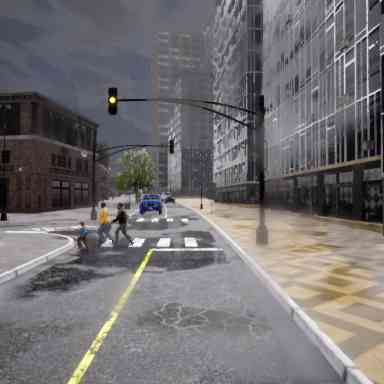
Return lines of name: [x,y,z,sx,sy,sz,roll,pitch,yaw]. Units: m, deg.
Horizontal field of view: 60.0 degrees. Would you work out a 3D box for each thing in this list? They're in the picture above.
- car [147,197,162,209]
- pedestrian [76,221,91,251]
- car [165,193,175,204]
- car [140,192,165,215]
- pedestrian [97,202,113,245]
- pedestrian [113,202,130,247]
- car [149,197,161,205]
car: [-5.051,1.472,45.266,1.882,1.535,5.008,0,0,-5]
pedestrian: [-4.123,1.675,12.701,0.500,1.100,0.500,1,-1,-2]
car: [-4.305,1.498,64.333,1.837,1.490,4.892,0,0,-8]
car: [-4.191,1.218,34.934,2.150,2.045,5.566,0,0,-4]
pedestrian: [-3.718,1.295,14.135,0.375,1.860,0.375,1,-1,-2]
pedestrian: [-2.893,1.295,13.701,0.375,1.860,0.375,1,-1,-2]
car: [-6.348,1.554,57.659,1.994,1.385,4.181,0,0,-6]
